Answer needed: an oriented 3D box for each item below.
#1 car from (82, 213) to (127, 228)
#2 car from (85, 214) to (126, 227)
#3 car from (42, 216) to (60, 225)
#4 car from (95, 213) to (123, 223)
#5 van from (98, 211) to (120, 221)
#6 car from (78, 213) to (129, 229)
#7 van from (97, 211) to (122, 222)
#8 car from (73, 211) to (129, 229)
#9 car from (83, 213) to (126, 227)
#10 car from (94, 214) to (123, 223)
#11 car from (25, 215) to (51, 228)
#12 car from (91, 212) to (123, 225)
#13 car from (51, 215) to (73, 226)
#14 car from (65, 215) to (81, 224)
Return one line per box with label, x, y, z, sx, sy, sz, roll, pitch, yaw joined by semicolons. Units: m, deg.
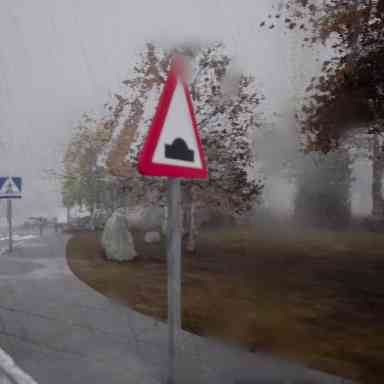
car;-9.938;3.254;38.070;4.892;1.521;2.231;0;-4;-13
car;-10.525;3.465;40.749;4.792;1.488;2.163;0;-4;-13
car;-22.309;4.466;52.771;1.994;1.385;4.181;0;-3;-13
car;-14.804;4.638;59.522;4.792;1.488;2.163;0;-3;-13
van;-17.398;4.975;70.233;4.442;1.987;1.878;0;-3;-13
car;-9.339;3.069;35.389;5.008;1.535;2.097;0;-4;-13
van;-15.335;4.537;62.234;4.442;1.987;1.878;0;-3;-13
car;-8.729;2.884;32.708;4.892;1.521;2.231;0;-4;-13
car;-11.347;3.612;43.389;5.366;1.575;1.946;0;-4;-13
car;-14.251;4.483;56.829;4.792;1.488;2.163;0;-3;-13
car;-20.082;3.780;43.000;2.128;1.511;4.902;0;-4;-13
car;-12.419;3.836;48.785;4.553;1.767;2.185;0;-3;-13
car;-17.005;3.820;44.126;1.812;1.442;4.674;0;-4;-13
car;-19.233;4.431;53.898;1.812;1.442;4.674;0;-3;-13
